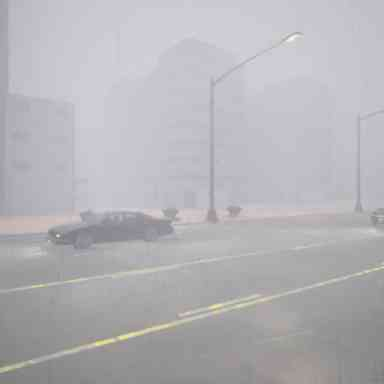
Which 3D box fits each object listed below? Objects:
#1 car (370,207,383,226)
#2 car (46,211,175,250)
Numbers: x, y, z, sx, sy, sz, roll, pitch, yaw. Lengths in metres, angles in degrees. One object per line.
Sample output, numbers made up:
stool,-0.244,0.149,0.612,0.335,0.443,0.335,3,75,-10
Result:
car,13.907,1.481,22.364,4.902,1.511,2.128,0,0,-35
car,-3.355,1.534,14.473,5.357,1.411,2.033,0,0,-35
